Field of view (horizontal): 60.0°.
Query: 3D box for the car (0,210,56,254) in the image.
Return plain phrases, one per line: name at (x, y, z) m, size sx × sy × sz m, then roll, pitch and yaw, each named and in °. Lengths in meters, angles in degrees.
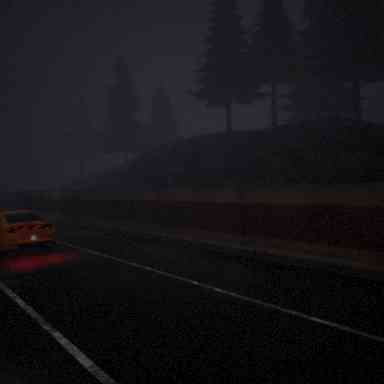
car at (-7.279, 1.484, 13.687) m, size 1.882 × 1.535 × 5.008 m, roll -1°, pitch 1°, yaw -42°
